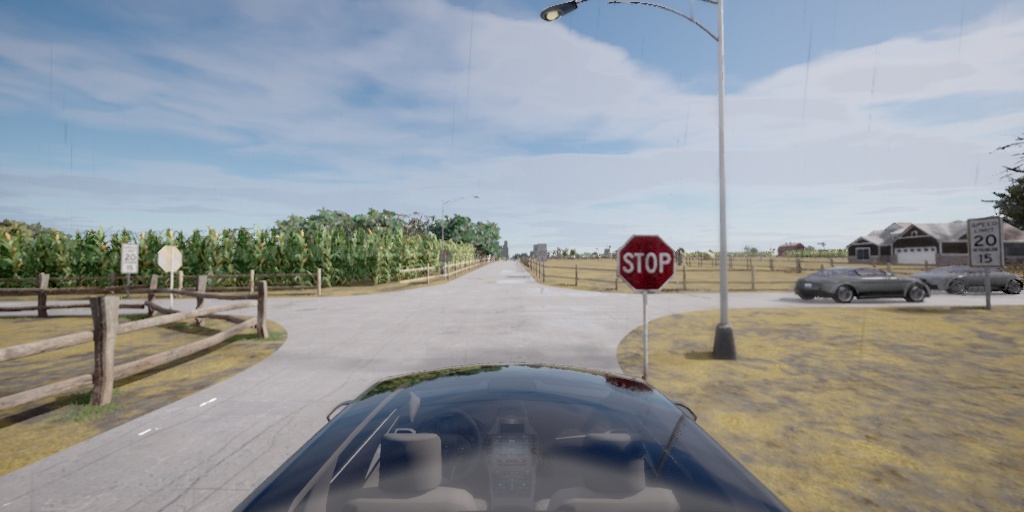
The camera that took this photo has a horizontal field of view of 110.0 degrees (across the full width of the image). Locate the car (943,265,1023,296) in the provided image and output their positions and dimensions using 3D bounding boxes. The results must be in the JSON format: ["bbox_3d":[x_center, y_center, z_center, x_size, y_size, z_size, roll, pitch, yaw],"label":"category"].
[{"bbox_3d":[21.427,1.129,17.221,4.181,1.385,1.994,-1,-2,0],"label":"car"}]

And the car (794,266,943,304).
[{"bbox_3d":[13.861,1.120,14.352,4.181,1.385,1.994,-1,-2,0],"label":"car"}]
